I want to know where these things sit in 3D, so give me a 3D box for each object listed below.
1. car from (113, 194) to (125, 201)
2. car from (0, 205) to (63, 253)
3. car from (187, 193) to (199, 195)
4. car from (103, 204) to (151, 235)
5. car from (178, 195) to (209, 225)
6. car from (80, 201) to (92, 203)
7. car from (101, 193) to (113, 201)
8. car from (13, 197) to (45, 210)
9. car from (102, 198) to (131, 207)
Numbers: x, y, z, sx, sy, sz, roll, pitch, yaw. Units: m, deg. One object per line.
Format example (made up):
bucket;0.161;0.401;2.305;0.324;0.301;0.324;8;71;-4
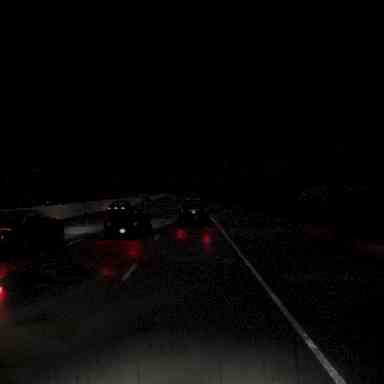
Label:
car;-17.832;1.301;81.171;2.097;1.767;4.553;0;0;-2
car;-6.896;1.483;13.588;2.128;1.511;4.902;0;0;0
car;0.111;1.195;42.331;2.150;2.045;5.566;0;0;0
car;-3.395;1.589;18.451;1.895;1.301;4.718;0;0;0
car;0.105;1.336;23.993;2.097;1.767;4.553;0;0;0
car;-14.018;1.520;43.872;2.033;1.411;5.357;0;0;1
car;-21.429;1.268;84.179;2.097;1.767;4.553;0;0;-2
car;-21.061;1.475;43.213;1.837;1.490;4.892;0;1;0
car;-6.893;1.527;32.560;2.033;1.411;5.357;0;0;0
